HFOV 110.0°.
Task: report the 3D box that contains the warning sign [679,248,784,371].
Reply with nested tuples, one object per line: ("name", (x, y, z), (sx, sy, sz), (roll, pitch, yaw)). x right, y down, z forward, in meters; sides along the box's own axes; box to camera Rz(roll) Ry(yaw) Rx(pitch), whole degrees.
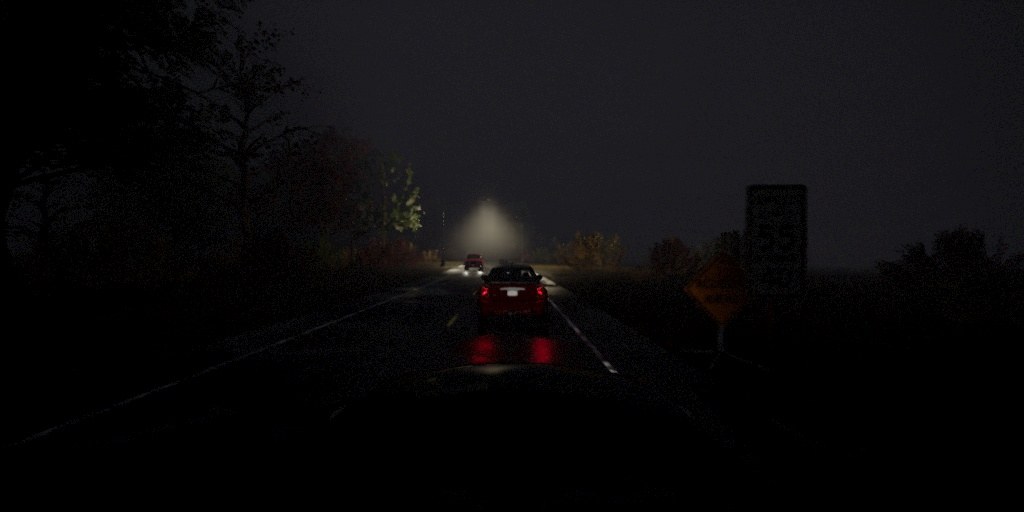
("warning sign", (3.539, 0.841, 6.095), (1.300, 1.860, 1.060), (0, 0, 0))

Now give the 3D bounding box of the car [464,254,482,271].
("car", (-4.610, 0.736, 43.925), (2.150, 2.045, 5.566), (0, 0, -2))

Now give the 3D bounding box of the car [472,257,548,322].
("car", (-0.003, 1.048, 12.231), (2.097, 1.767, 4.553), (0, 0, 0))
